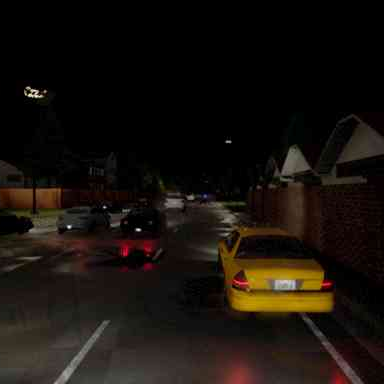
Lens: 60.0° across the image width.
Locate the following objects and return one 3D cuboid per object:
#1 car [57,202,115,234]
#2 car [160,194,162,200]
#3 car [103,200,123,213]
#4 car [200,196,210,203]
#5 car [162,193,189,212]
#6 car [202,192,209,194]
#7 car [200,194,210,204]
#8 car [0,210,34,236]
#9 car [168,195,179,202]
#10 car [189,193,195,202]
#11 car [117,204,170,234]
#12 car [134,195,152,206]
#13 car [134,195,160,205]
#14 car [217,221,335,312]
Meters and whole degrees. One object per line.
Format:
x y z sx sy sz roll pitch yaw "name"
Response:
-6.110 1.519 19.151 1.812 1.442 4.674 0 0 2 "car"
-7.124 1.328 85.296 2.097 1.767 4.553 0 0 3 "car"
-8.938 1.552 36.382 1.994 1.385 4.181 0 0 2 "car"
2.670 1.579 67.048 1.895 1.301 4.718 0 0 2 "car"
-1.829 1.209 39.040 2.150 2.045 5.566 0 0 2 "car"
3.034 1.107 76.340 2.150 2.045 5.566 0 0 2 "car"
2.446 1.528 61.322 2.033 1.411 5.357 0 0 2 "car"
-9.737 1.542 15.920 2.033 1.411 5.357 0 0 2 "car"
-4.069 1.491 73.852 2.128 1.511 4.902 0 0 2 "car"
-0.567 1.194 73.842 2.150 2.045 5.566 0 0 2 "car"
-2.612 1.595 19.028 1.895 1.301 4.718 0 0 2 "car"
-8.181 1.334 55.744 2.097 1.767 4.553 0 0 2 "car"
-5.375 1.479 37.927 2.128 1.511 4.902 0 0 2 "car"
1.579 1.453 7.844 1.801 1.575 5.366 0 0 2 "car"
